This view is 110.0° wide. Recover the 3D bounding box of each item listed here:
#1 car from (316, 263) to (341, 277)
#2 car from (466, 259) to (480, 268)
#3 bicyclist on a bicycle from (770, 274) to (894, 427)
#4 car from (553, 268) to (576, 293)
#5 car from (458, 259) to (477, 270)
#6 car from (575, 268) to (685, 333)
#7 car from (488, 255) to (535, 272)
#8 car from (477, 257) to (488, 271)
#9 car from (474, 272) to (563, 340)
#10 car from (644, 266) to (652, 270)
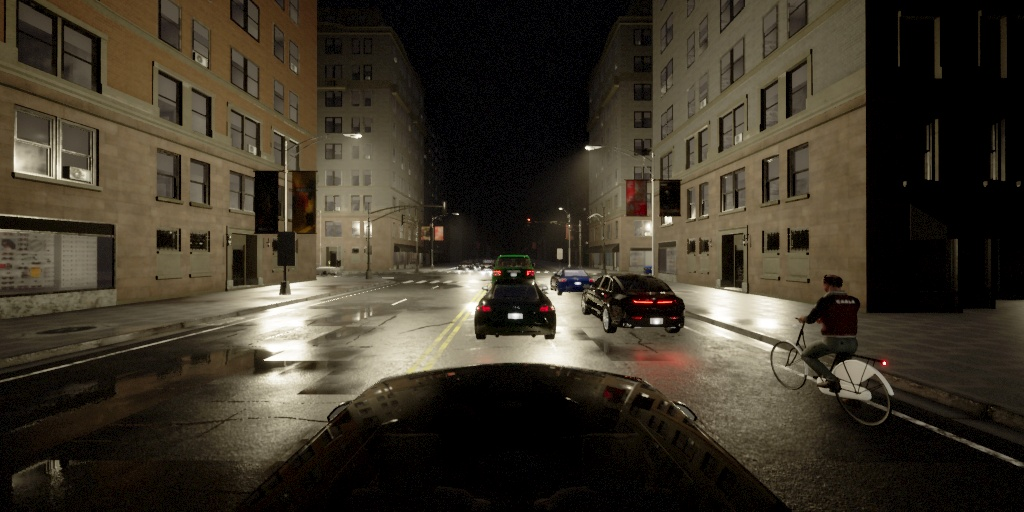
[{"bbox_3d":[-19.215,1.335,34.738,4.718,1.301,1.895,0,0,3],"label":"car"},{"bbox_3d":[-6.642,1.273,61.257,1.837,1.490,4.892,0,0,0],"label":"car"},{"bbox_3d":[4.140,1.121,4.834,0.659,1.776,1.843,0,0,0],"label":"bicyclist on a bicycle"},{"bbox_3d":[3.228,1.317,19.589,1.994,1.385,4.181,0,0,0],"label":"car"},{"bbox_3d":[-6.645,1.292,52.247,1.812,1.442,4.674,0,0,0],"label":"car"},{"bbox_3d":[3.336,1.256,10.693,1.837,1.490,4.892,0,0,0],"label":"car"},{"bbox_3d":[0.079,0.975,19.440,2.150,2.045,5.566,0,0,0],"label":"car"},{"bbox_3d":[-3.397,1.257,50.991,2.128,1.511,4.902,0,0,0],"label":"car"},{"bbox_3d":[0.087,1.315,10.027,1.994,1.385,4.181,0,0,0],"label":"car"},{"bbox_3d":[16.363,1.289,37.584,5.008,1.535,1.882,0,0,0],"label":"car"}]
